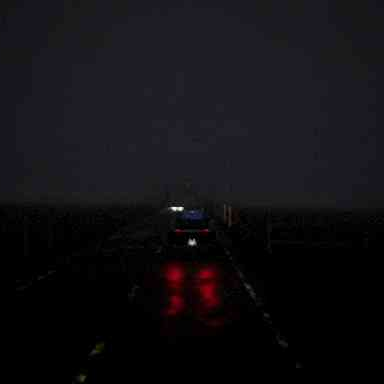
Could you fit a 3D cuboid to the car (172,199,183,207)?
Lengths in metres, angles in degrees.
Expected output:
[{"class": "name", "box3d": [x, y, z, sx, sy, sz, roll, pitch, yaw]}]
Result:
[{"class": "car", "box3d": [-2.734, 2.120, 64.105, 2.128, 1.511, 4.902, 0, -1, 1]}]

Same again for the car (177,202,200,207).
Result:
[{"class": "car", "box3d": [0.025, 1.826, 28.996, 2.033, 1.411, 5.357, 0, -1, 0]}]

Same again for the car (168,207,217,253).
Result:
[{"class": "car", "box3d": [0.016, 1.630, 14.307, 2.128, 1.511, 4.902, 0, 0, 0]}]
